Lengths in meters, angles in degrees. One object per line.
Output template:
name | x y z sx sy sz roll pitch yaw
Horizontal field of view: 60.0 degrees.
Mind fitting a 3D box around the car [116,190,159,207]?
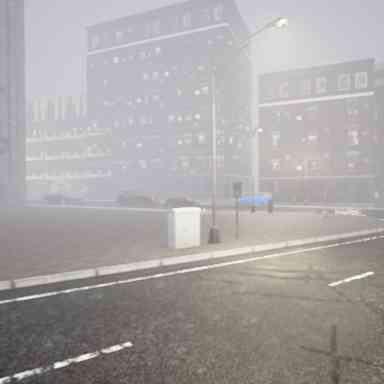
car | -6.027 0.747 36.744 5.009 1.841 2.192 1 0 23

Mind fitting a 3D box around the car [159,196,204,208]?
car | -0.862 1.095 34.509 4.206 1.307 1.802 1 0 23

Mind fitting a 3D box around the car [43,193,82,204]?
car | -16.377 0.812 41.210 4.507 1.381 1.887 1 0 23

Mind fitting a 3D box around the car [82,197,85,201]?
car | -16.642 0.824 44.162 4.718 1.301 1.895 1 1 24

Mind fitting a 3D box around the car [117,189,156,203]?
car | -7.781 0.594 46.628 5.009 1.841 2.192 1 0 23

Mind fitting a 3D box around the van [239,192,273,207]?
van | 7.730 0.863 39.930 3.998 1.788 1.690 1 0 23
